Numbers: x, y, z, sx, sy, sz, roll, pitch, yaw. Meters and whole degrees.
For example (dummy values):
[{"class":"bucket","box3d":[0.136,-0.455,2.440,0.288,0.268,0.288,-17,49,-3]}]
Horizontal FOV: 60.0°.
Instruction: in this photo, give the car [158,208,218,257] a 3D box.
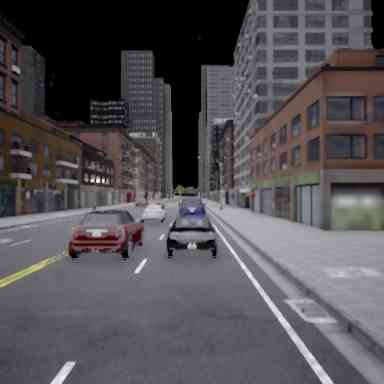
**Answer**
[{"class":"car","box3d":[0.020,1.631,13.509,2.128,1.511,4.902,0,0,0]}]

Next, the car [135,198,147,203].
[{"class":"car","box3d":[-9.755,2.046,64.592,2.097,1.767,4.553,0,-1,0]}]

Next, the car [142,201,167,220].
[{"class":"car","box3d":[-3.222,1.820,28.901,1.812,1.442,4.674,0,0,0]}]

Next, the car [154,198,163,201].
[{"class":"car","box3d":[-6.510,2.046,64.608,2.097,1.767,4.553,0,-1,1]}]

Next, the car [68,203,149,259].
[{"class":"car","box3d":[-3.229,1.489,13.429,2.097,1.767,4.553,0,-1,0]}]

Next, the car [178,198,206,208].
[{"class":"car","box3d":[0.014,1.505,27.578,2.150,2.045,5.566,0,0,0]}]
